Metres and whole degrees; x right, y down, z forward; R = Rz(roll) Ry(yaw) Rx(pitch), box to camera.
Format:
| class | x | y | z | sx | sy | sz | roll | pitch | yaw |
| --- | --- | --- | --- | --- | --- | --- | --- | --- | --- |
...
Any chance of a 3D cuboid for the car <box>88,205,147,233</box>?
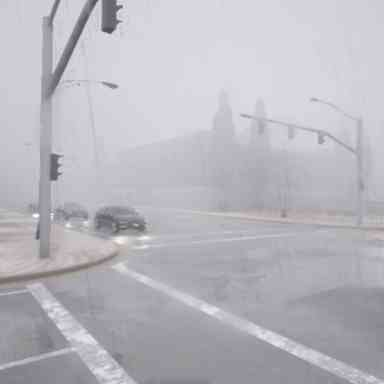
| class | x | y | z | sx | sy | sz | roll | pitch | yaw |
| --- | --- | --- | --- | --- | --- | --- | --- | --- | --- |
| car | -4.517 | 1.612 | 20.536 | 1.837 | 1.490 | 4.892 | 1 | -1 | -36 |

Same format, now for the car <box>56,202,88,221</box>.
| class | x | y | z | sx | sy | sz | roll | pitch | yaw |
| --- | --- | --- | --- | --- | --- | --- | --- | --- | --- |
| car | -10.436 | 1.633 | 28.845 | 1.812 | 1.442 | 4.674 | 1 | 0 | -35 |

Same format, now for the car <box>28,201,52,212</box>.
| class | x | y | z | sx | sy | sz | roll | pitch | yaw |
| --- | --- | --- | --- | --- | --- | --- | --- | --- | --- |
| car | -18.151 | 1.707 | 39.632 | 1.895 | 1.301 | 4.718 | 1 | -1 | -35 |
